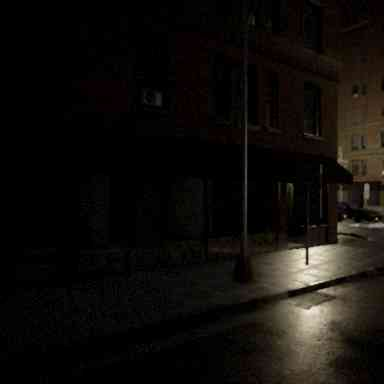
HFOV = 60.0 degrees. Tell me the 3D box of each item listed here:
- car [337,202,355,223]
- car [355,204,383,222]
[{"bbox_3d":[9.297,1.465,25.179,1.837,1.490,4.892,1,1,-35],"label":"car"},{"bbox_3d":[12.209,1.541,26.733,2.033,1.411,5.357,1,1,-32],"label":"car"}]
